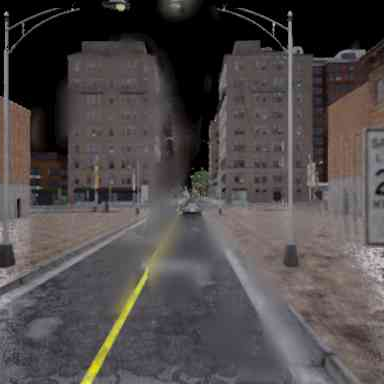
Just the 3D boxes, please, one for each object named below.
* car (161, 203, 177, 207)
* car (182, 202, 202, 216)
[{"bbox_3d":[-2.574,1.429,37.314,2.033,1.411,5.357,0,0,0],"label":"car"},{"bbox_3d":[0.039,1.719,34.218,1.994,1.385,4.181,0,0,0],"label":"car"}]
